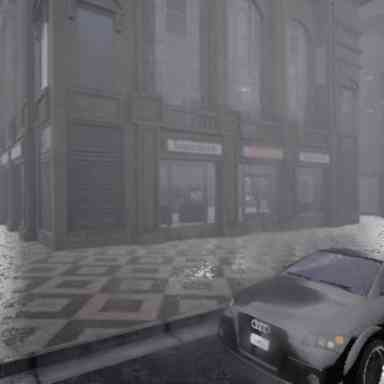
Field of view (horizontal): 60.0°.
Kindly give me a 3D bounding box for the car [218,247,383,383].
[{"bbox_3d":[2.427,1.609,5.100,4.181,1.385,1.994,1,0,-35],"label":"car"}]
